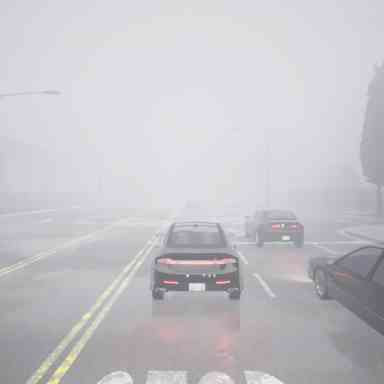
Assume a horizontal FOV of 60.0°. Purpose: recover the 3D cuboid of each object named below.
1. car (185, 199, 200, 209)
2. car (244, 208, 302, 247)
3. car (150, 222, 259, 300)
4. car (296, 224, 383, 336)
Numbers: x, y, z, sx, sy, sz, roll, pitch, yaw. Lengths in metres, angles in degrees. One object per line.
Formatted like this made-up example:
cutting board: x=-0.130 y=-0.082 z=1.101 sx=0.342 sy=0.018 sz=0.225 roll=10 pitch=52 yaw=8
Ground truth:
car: x=0.027 y=1.601 z=44.140 sx=1.895 sy=1.301 sz=4.718 roll=0 pitch=0 yaw=0
car: x=3.575 y=1.505 z=15.095 sx=1.837 sy=1.490 sz=4.892 roll=0 pitch=0 yaw=0
car: x=0.087 y=1.492 z=8.397 sx=2.128 sy=1.511 sz=4.902 roll=0 pitch=0 yaw=0
car: x=3.591 y=1.547 z=5.349 sx=2.033 sy=1.411 sz=5.357 roll=0 pitch=0 yaw=0
